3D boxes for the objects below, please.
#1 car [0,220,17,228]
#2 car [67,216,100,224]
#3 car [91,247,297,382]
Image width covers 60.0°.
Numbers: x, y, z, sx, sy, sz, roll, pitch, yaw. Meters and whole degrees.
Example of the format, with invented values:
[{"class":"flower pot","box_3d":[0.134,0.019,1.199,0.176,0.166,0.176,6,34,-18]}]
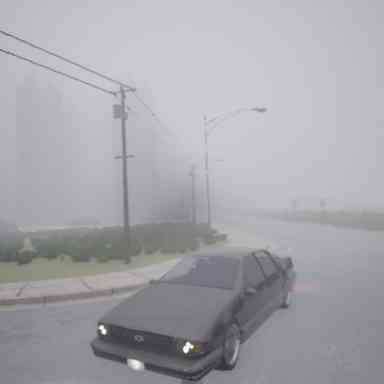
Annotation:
[{"class":"car","box_3d":[-22.964,4.186,40.093,2.242,1.667,4.611,-2,-2,-4]},{"class":"car","box_3d":[-15.829,4.301,48.522,4.674,1.442,1.812,-2,-2,-5]},{"class":"car","box_3d":[0.624,1.838,6.498,2.033,1.411,5.357,-4,-3,30]}]
